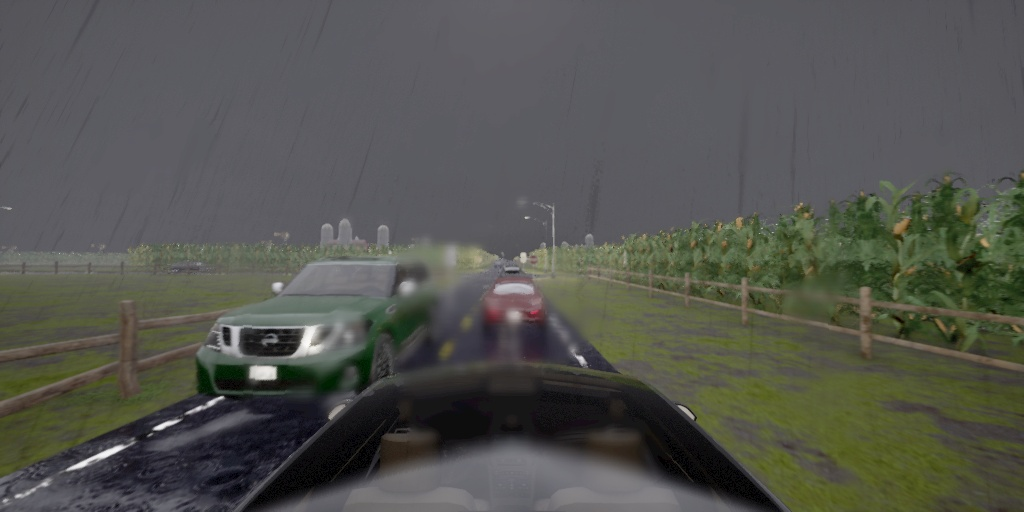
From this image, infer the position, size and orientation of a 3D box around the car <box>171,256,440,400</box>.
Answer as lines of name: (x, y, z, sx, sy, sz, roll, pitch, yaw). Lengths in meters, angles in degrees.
car: (-2.862, 1.015, 6.887, 2.150, 2.045, 5.566, 0, 0, 0)

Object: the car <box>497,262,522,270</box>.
car: (0.017, 1.467, 27.848, 1.837, 1.490, 4.892, 0, -1, 0)

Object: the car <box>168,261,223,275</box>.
car: (-36.941, 1.371, 41.933, 4.892, 1.490, 1.837, 0, -1, 1)

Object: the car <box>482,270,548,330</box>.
car: (0.073, 1.356, 11.394, 1.812, 1.442, 4.674, 0, 0, 0)
